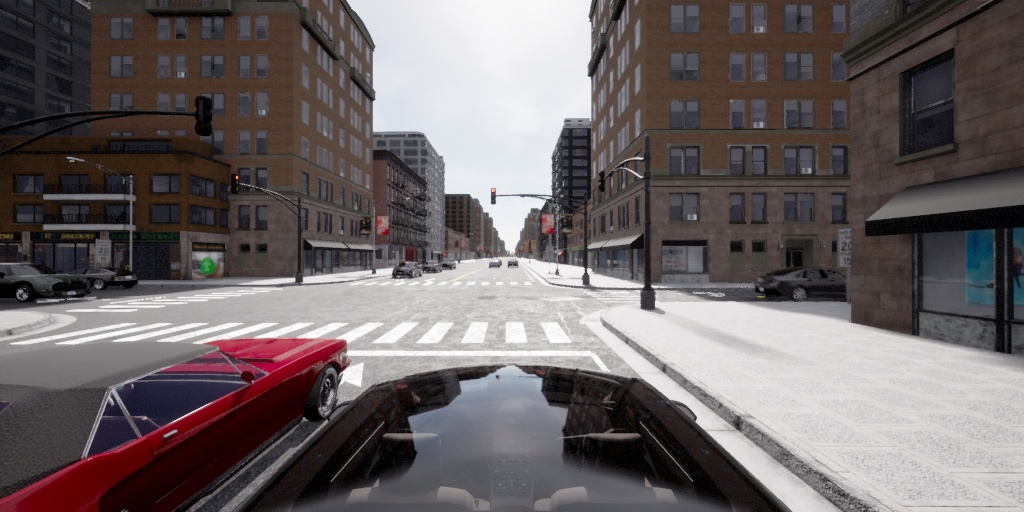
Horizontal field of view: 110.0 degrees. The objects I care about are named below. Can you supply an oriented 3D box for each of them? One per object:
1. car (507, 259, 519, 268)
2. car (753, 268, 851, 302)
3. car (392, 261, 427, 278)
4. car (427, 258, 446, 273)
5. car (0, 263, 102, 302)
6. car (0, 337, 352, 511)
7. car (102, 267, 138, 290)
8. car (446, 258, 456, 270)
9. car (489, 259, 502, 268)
[{"bbox_3d":[0.168,1.245,62.244,1.837,1.490,4.892,0,0,0],"label":"car"},{"bbox_3d":[13.763,1.285,16.299,4.892,1.490,1.837,0,0,0],"label":"car"},{"bbox_3d":[-9.757,1.254,33.766,1.837,1.490,4.892,0,0,0],"label":"car"},{"bbox_3d":[-9.730,1.251,43.601,1.837,1.490,4.892,0,0,1],"label":"car"},{"bbox_3d":[-22.162,1.096,16.241,4.553,1.767,2.097,0,0,0],"label":"car"},{"bbox_3d":[-3.156,1.351,2.882,1.895,1.301,4.718,0,0,0],"label":"car"},{"bbox_3d":[-25.321,1.330,21.750,4.313,1.339,1.948,0,0,0],"label":"car"},{"bbox_3d":[-9.698,1.095,53.662,2.097,1.767,4.553,0,0,0],"label":"car"},{"bbox_3d":[-2.982,1.288,61.991,2.033,1.411,5.357,0,0,0],"label":"car"}]
